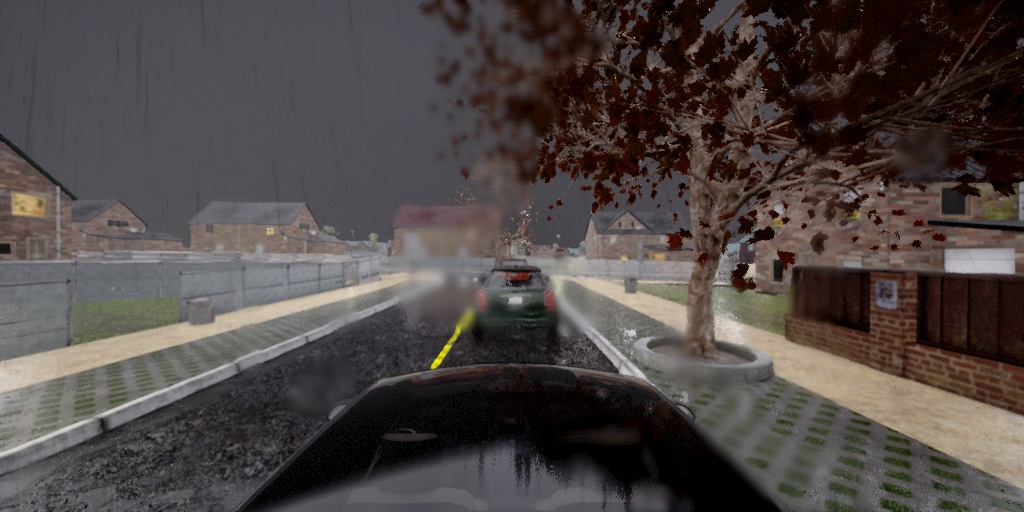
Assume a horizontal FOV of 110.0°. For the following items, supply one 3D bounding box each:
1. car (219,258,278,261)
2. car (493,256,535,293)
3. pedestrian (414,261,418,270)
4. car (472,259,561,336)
[{"bbox_3d":[-21.937,0.572,30.265,5.008,1.535,1.882,1,0,0],"label":"car"},{"bbox_3d":[0.198,0.931,20.174,2.097,1.767,4.553,0,1,2],"label":"car"},{"bbox_3d":[-9.654,0.449,36.186,0.375,1.860,0.375,0,-1,0],"label":"pedestrian"},{"bbox_3d":[0.110,1.023,10.258,2.097,1.767,4.553,0,1,0],"label":"car"}]
